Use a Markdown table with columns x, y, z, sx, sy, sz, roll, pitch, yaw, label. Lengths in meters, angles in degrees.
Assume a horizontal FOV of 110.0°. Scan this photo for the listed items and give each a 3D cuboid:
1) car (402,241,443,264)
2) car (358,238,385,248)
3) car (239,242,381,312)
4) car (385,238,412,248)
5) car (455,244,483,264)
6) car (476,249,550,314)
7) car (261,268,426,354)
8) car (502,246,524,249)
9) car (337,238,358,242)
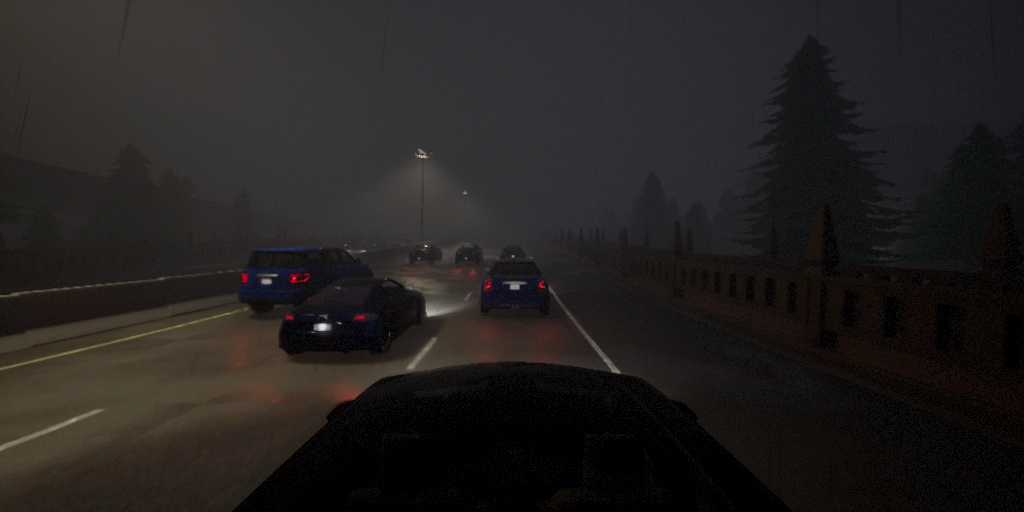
| x | y | z | sx | sy | sz | roll | pitch | yaw | label |
| --- | --- | --- | --- | --- | --- | --- | --- | --- | --- |
| -6.909 | -0.218 | 29.059 | 2.128 | 1.511 | 4.902 | 0 | 5 | 0 | car |
| -17.598 | -1.544 | 46.088 | 1.812 | 1.442 | 4.674 | 0 | 4 | 0 | car |
| -6.904 | 0.676 | 12.779 | 2.150 | 2.045 | 5.566 | 0 | 3 | 0 | car |
| -14.101 | -1.581 | 45.947 | 1.882 | 1.535 | 5.008 | 0 | 4 | 0 | car |
| -3.409 | -0.218 | 29.048 | 2.128 | 1.511 | 4.902 | 0 | 5 | 0 | car |
| 0.094 | 0.817 | 12.529 | 2.097 | 1.767 | 4.553 | 0 | 3 | 0 | car |
| -3.404 | 1.189 | 8.451 | 1.994 | 1.385 | 4.181 | 0 | 2 | 0 | car |
| 0.090 | -0.176 | 29.426 | 1.994 | 1.385 | 4.181 | 0 | 5 | 0 | car |
| -21.093 | -1.577 | 46.249 | 1.837 | 1.490 | 4.892 | 0 | 5 | 0 | car |
